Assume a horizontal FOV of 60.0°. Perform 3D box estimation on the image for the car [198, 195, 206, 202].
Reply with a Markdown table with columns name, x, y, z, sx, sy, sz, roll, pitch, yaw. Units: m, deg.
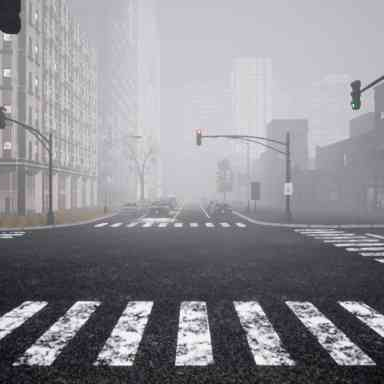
| name | x | y | z | sx | sy | sz | roll | pitch | yaw |
| --- | --- | --- | --- | --- | --- | --- | --- | --- | --- |
| car | 2.649 | 1.600 | 75.148 | 2.008 | 1.369 | 4.403 | 0 | 0 | 0 |

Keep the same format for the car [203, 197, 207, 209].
| name | x | y | z | sx | sy | sz | roll | pitch | yaw |
| --- | --- | --- | --- | --- | --- | --- | --- | --- | --- |
| car | 2.668 | 1.598 | 41.903 | 1.802 | 1.307 | 4.206 | 0 | 0 | 0 |

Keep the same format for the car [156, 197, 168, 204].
| name | x | y | z | sx | sy | sz | roll | pitch | yaw |
| --- | --- | --- | --- | --- | --- | --- | --- | --- | --- |
| car | -5.726 | 1.600 | 64.062 | 1.947 | 1.339 | 4.313 | 0 | 0 | 0 |

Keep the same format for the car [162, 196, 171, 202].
| name | x | y | z | sx | sy | sz | roll | pitch | yaw |
| --- | --- | --- | --- | --- | --- | --- | --- | --- | --- |
| car | -5.732 | 1.631 | 75.143 | 1.802 | 1.307 | 4.206 | 0 | 0 | 0 |

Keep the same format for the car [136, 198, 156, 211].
| name | x | y | z | sx | sy | sz | roll | pitch | yaw |
| --- | --- | --- | --- | --- | --- | --- | --- | --- | --- |
| car | -5.713 | 1.541 | 41.728 | 1.752 | 1.417 | 4.829 | 0 | 0 | 0 |

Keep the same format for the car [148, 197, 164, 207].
| name | x | y | z | sx | sy | sz | roll | pitch | yaw |
| --- | --- | --- | --- | --- | --- | --- | --- | --- | --- |
| car | -5.718 | 1.574 | 52.980 | 2.008 | 1.369 | 4.403 | 0 | 0 | 0 |

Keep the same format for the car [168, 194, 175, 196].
| name | x | y | z | sx | sy | sz | roll | pitch | yaw |
| --- | --- | --- | --- | --- | --- | --- | --- | --- | --- |
| car | -3.117 | 1.500 | 50.943 | 1.882 | 1.535 | 5.008 | 0 | 0 | 0 |

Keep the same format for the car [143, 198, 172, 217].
| name | x | y | z | sx | sy | sz | roll | pitch | yaw |
| --- | --- | --- | --- | --- | --- | --- | --- | --- | --- |
| car | -3.135 | 1.573 | 30.997 | 1.994 | 1.385 | 4.181 | 0 | 0 | -2 |

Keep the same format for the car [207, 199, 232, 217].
| name | x | y | z | sx | sy | sz | roll | pitch | yaw |
| --- | --- | --- | --- | --- | --- | --- | --- | --- | --- |
| car | 2.675 | 1.554 | 30.821 | 1.887 | 1.381 | 4.507 | 0 | 0 | 0 |

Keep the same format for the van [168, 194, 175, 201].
| name | x | y | z | sx | sy | sz | roll | pitch | yaw |
| --- | --- | --- | --- | --- | --- | --- | --- | --- | --- |
| van | -5.741 | 1.414 | 91.766 | 1.690 | 1.788 | 3.998 | 0 | 0 | 0 |

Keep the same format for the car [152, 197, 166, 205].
| name | x | y | z | sx | sy | sz | roll | pitch | yaw |
| --- | --- | --- | --- | --- | --- | --- | --- | --- | --- |
| car | -5.722 | 1.594 | 58.520 | 1.947 | 1.339 | 4.313 | 0 | 0 | 0 |

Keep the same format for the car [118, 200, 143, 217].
| name | x | y | z | sx | sy | sz | roll | pitch | yaw |
| --- | --- | --- | --- | --- | --- | --- | --- | --- | --- |
| car | -5.707 | 1.591 | 30.816 | 1.802 | 1.307 | 4.206 | 0 | 0 | 0 |

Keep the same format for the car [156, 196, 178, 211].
| name | x | y | z | sx | sy | sz | roll | pitch | yaw |
| --- | --- | --- | --- | --- | --- | --- | --- | --- | --- |
| car | -3.120 | 1.579 | 40.960 | 1.994 | 1.385 | 4.181 | 0 | 0 | 0 |

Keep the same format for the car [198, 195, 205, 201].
| name | x | y | z | sx | sy | sz | roll | pitch | yaw |
| --- | --- | --- | --- | --- | --- | --- | --- | --- | --- |
| car | 2.639 | 1.639 | 91.771 | 1.947 | 1.339 | 4.313 | 0 | 0 | 0 |
